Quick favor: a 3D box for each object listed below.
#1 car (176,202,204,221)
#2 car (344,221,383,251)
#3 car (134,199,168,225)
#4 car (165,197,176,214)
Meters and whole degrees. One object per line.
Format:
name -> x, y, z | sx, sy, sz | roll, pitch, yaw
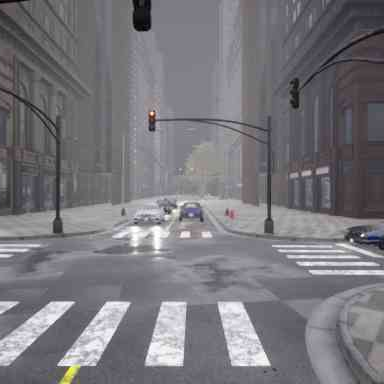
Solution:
car -> -0.009, 1.526, 26.902 | 1.812, 1.442, 4.674 | 0, 0, 1
car -> 9.131, 1.579, 13.311 | 5.357, 1.411, 2.033 | 0, 0, 4
car -> -3.070, 1.526, 24.549 | 1.812, 1.442, 4.674 | 0, 0, 0
car -> -3.059, 1.552, 34.959 | 2.033, 1.411, 5.357 | 0, 0, 0
